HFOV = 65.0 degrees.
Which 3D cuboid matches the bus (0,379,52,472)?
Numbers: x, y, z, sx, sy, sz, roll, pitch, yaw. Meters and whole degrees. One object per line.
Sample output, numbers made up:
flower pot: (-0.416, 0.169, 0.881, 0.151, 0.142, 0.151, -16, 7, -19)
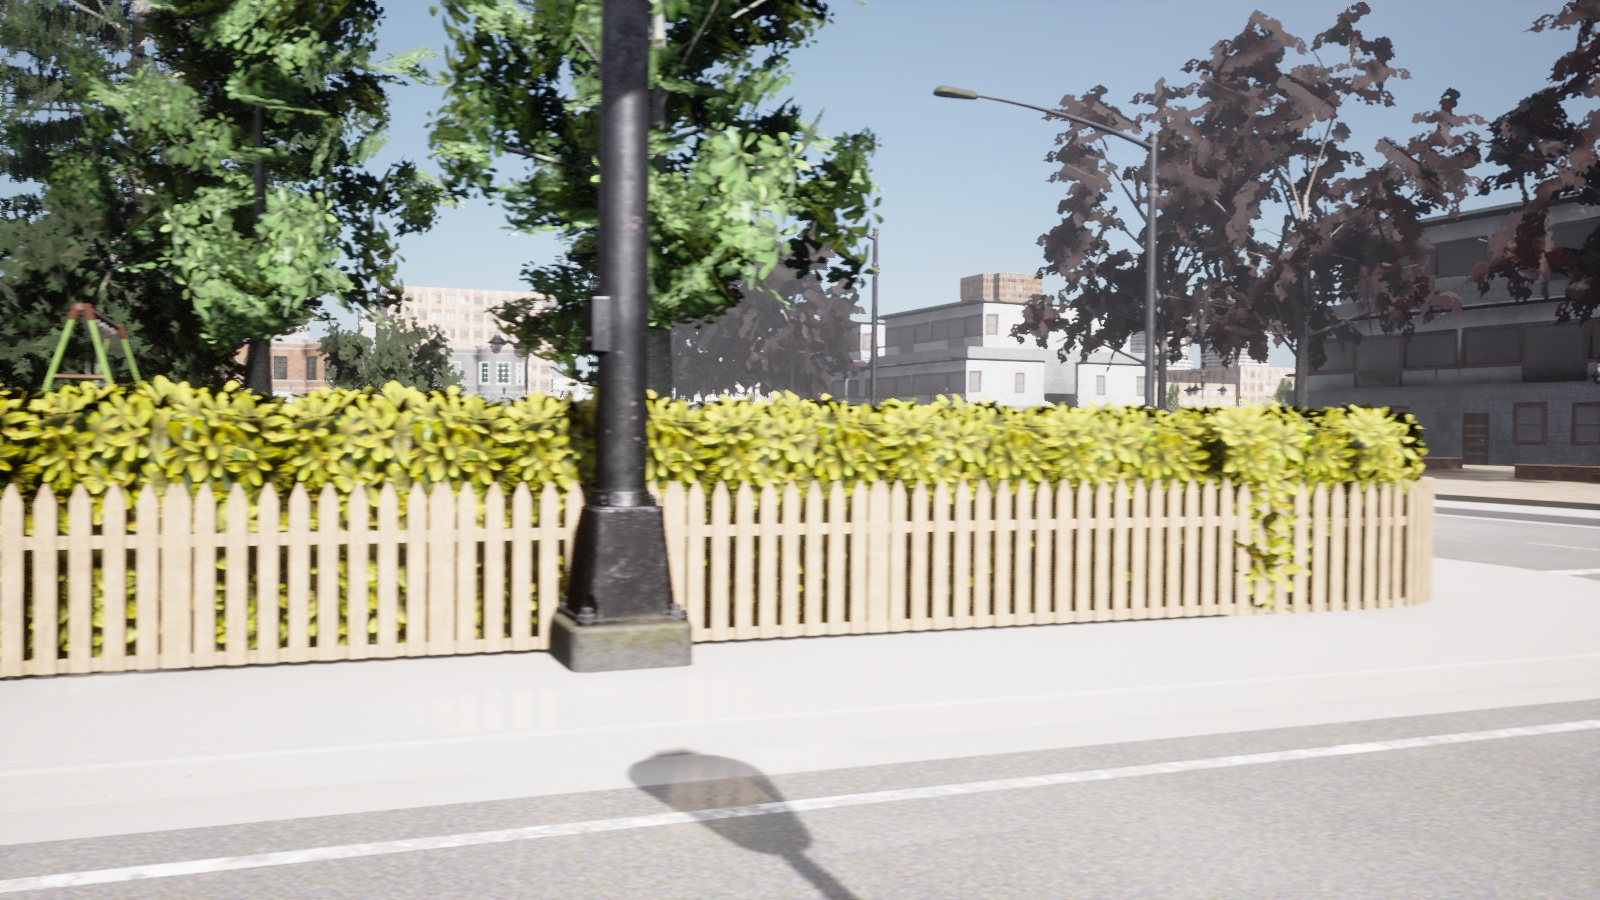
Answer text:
bus: (-40.915, -1.080, 58.046, 10.273, 4.253, 3.944, -1, 1, -22)
